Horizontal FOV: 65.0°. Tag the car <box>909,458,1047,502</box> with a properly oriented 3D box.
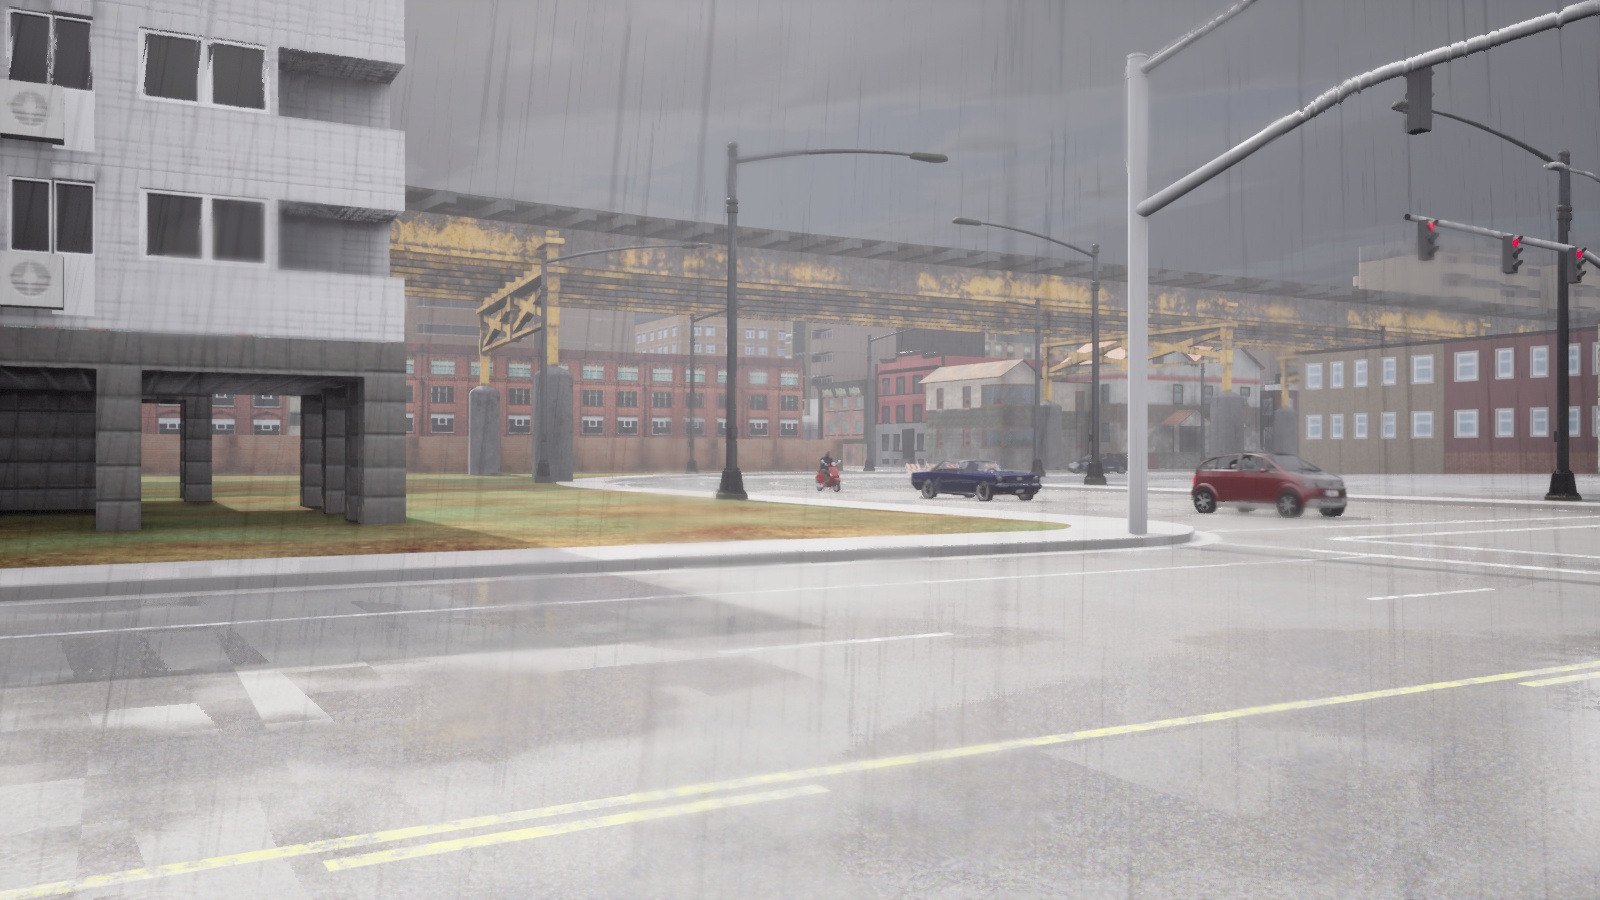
[{"bbox_3d":[5.633,0.932,40.347,1.895,1.301,4.718,0,0,-30],"label":"car"}]

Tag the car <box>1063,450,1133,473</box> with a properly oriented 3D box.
[{"bbox_3d":[21.929,0.854,92.386,4.856,1.649,2.033,0,0,-29],"label":"car"}]

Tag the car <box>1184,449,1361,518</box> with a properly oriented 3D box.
[{"bbox_3d":[11.357,0.776,30.382,1.789,1.549,3.705,0,0,-30],"label":"car"}]

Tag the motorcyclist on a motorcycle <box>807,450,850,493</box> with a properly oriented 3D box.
[{"bbox_3d":[1.092,0.815,48.397,0.866,1.590,1.817,0,0,-28],"label":"motorcyclist on a motorcycle"}]
